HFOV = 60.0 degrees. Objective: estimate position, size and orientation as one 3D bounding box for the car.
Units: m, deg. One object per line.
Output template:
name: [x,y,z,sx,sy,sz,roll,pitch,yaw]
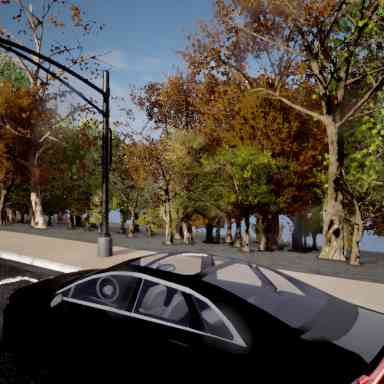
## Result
car: [-0.366,1.491,3.952,4.902,1.511,2.128,0,0,36]
